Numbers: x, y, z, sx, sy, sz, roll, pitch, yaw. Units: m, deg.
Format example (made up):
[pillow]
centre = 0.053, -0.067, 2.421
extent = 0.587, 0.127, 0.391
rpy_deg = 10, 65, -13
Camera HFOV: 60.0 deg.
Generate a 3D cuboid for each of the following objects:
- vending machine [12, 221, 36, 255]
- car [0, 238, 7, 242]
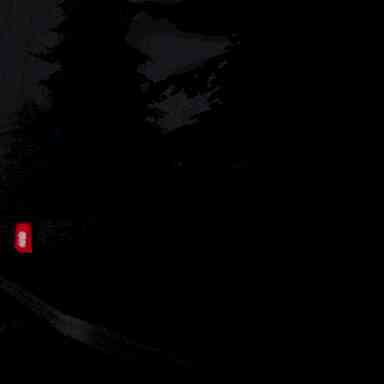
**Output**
[vending machine]
centre = -10.717, 2.916, 21.277
extent = 1.100, 2.100, 0.880
rpy_deg = 3, -4, -13
[car]
centre = -14.132, 3.642, 22.771
extent = 1.837, 1.490, 4.892
rpy_deg = -3, -8, -11
